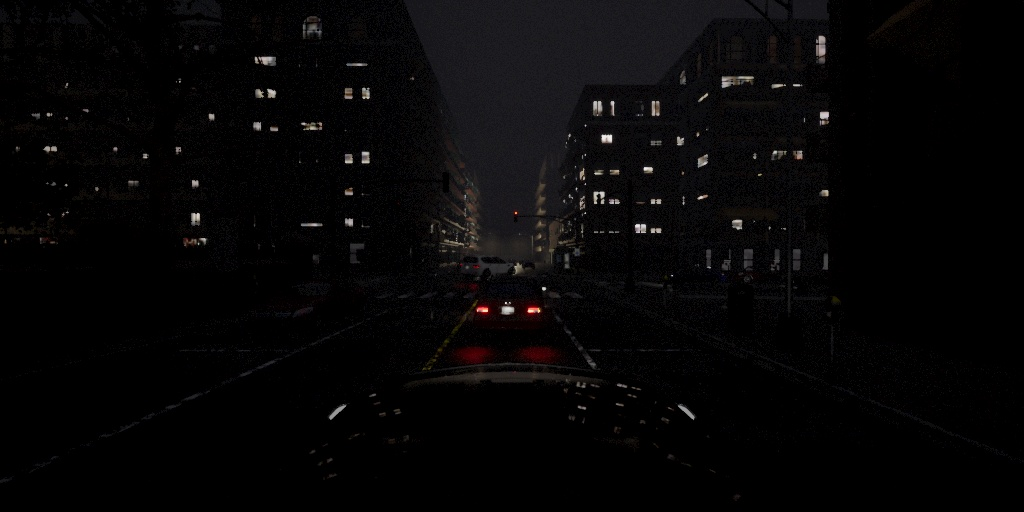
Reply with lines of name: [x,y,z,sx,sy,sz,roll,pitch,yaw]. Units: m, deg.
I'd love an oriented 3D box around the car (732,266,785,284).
car: [21.293,1.571,31.541,4.097,1.591,1.967,0,0,-1]

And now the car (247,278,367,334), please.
car: [-5.713,1.331,10.613,1.802,1.307,4.207,0,0,0]

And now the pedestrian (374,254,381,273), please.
pedestrian: [-12.807,0.652,33.995,0.375,1.860,0.375,0,-1,-1]

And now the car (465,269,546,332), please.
car: [0.052,1.297,10.826,2.033,1.411,5.357,0,0,3]

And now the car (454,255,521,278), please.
car: [-1.996,0.968,30.762,2.150,2.045,5.566,1,1,37]

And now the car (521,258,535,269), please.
car: [2.536,1.299,54.320,2.007,1.370,4.403,0,0,0]

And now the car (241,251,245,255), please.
car: [-19.403,0.662,25.161,5.566,2.045,2.150,1,0,-1]

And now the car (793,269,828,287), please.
car: [24.905,1.810,29.033,4.718,1.301,1.895,1,0,-1]

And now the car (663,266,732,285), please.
car: [14.598,1.552,28.877,4.674,1.442,1.812,1,0,-1]
